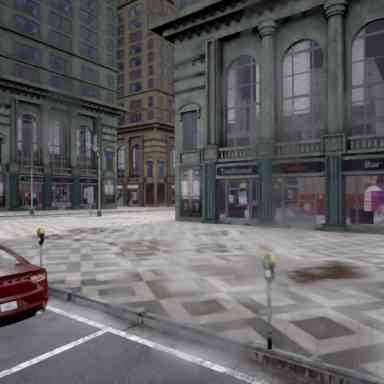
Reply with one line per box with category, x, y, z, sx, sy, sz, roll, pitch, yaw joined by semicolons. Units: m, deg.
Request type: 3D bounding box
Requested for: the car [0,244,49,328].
car;-4.501;1.545;6.182;4.507;1.381;1.887;0;0;35
